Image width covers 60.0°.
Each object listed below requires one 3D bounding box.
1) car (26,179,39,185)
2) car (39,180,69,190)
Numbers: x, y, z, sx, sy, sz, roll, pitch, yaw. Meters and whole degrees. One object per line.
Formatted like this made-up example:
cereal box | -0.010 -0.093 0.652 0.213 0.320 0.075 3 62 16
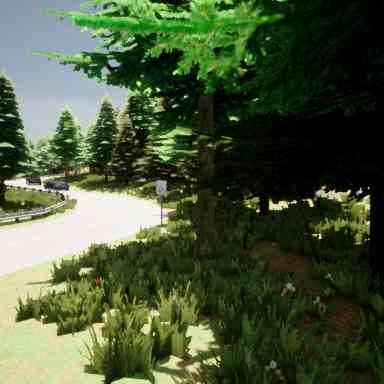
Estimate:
car | -25.451 -1.912 53.406 1.837 1.490 4.892 0 5 -34
car | -18.826 -0.986 46.137 4.181 1.385 1.994 6 4 40
